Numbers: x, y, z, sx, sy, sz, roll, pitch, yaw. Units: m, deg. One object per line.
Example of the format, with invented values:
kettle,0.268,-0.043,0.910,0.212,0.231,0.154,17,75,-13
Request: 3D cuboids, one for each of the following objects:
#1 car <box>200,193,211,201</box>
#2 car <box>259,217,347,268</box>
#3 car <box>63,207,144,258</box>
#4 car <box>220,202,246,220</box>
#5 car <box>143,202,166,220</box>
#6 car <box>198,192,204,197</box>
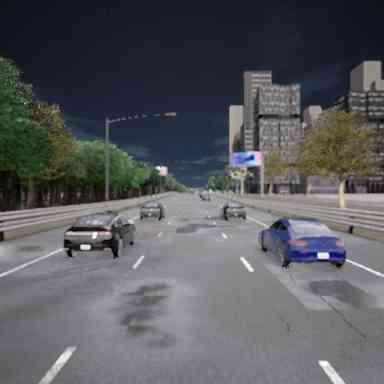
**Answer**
car,3.475,1.454,78.915,1.994,1.385,4.181,0,1,0
car,3.596,1.587,11.413,1.812,1.442,4.674,0,0,0
car,-3.405,1.562,13.056,2.128,1.511,4.902,0,0,0
car,3.588,1.648,29.452,2.128,1.511,4.902,0,0,0
car,-3.411,1.648,29.462,2.128,1.511,4.902,0,0,0
car,3.471,1.300,89.911,2.033,1.411,5.357,0,1,0
